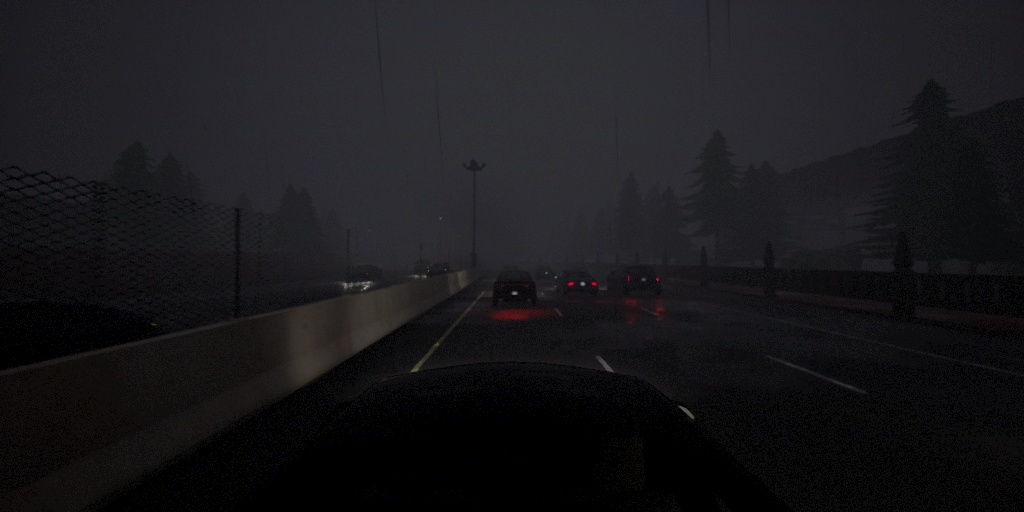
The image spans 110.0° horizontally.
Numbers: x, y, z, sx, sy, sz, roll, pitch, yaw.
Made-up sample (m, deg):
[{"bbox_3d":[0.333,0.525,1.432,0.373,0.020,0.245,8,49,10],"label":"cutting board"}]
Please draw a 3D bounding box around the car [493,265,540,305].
[{"bbox_3d":[0.116,1.391,17.079,1.882,1.535,5.008,0,-1,0],"label":"car"}]

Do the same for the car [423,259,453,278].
[{"bbox_3d":[-7.260,1.469,36.434,2.097,1.767,4.553,0,-1,-3],"label":"car"}]

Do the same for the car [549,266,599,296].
[{"bbox_3d":[3.622,1.502,20.820,2.033,1.411,5.357,0,-1,0],"label":"car"}]

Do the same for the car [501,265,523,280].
[{"bbox_3d":[-0.079,1.680,37.765,2.033,1.411,5.357,0,-1,-3],"label":"car"}]

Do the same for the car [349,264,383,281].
[{"bbox_3d":[-14.176,1.575,34.897,1.882,1.535,5.008,0,0,-2],"label":"car"}]

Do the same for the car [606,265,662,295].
[{"bbox_3d":[7.121,1.314,21.465,2.097,1.767,4.553,0,-1,0],"label":"car"}]

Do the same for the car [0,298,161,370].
[{"bbox_3d":[-7.101,1.302,4.402,1.812,1.442,4.674,0,-1,0],"label":"car"}]

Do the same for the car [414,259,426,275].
[{"bbox_3d":[-12.170,1.475,49.217,2.150,2.045,5.566,0,-1,-11],"label":"car"}]

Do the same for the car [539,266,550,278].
[{"bbox_3d":[3.355,1.703,38.122,1.994,1.385,4.181,0,0,-3],"label":"car"}]
